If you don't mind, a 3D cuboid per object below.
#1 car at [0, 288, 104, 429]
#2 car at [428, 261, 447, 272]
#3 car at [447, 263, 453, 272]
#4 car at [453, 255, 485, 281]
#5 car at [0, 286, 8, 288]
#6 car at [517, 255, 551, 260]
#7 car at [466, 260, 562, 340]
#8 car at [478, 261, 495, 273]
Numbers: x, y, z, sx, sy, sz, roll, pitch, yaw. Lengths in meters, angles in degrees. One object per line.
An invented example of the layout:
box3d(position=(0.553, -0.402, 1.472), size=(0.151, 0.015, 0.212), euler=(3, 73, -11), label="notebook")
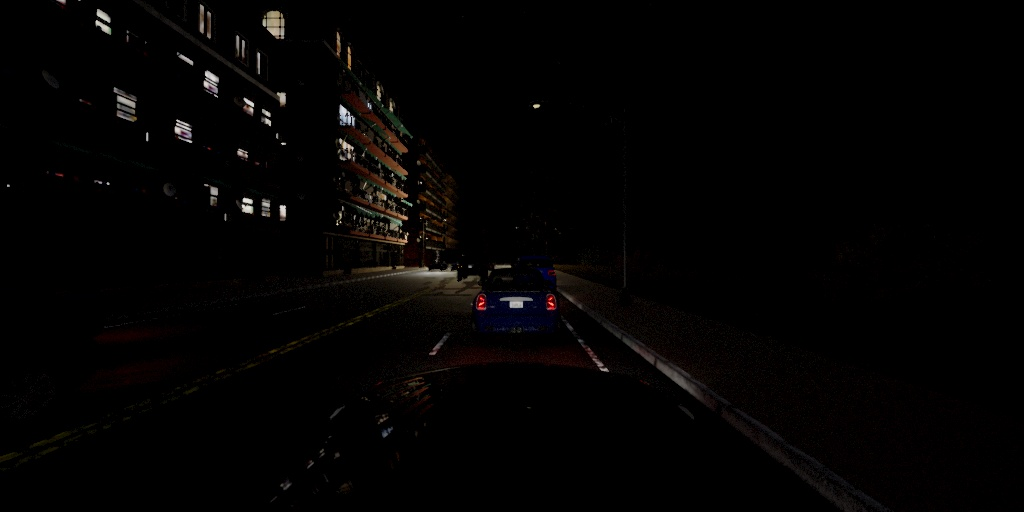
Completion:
box3d(position=(-6.604, 1.255, 2.839), size=(1.837, 1.490, 4.892), euler=(0, 0, 0), label="car")
box3d(position=(-9.859, 1.352, 47.792), size=(1.895, 1.301, 4.718), euler=(0, 0, 0), label="car")
box3d(position=(-6.608, 1.229, 45.903), size=(1.882, 1.535, 5.008), euler=(0, 0, 0), label="car")
box3d(position=(-3.157, 0.964, 29.662), size=(2.150, 2.045, 5.566), euler=(0, -1, 0), label="car")
box3d(position=(-9.852, 1.228, 5.658), size=(1.882, 1.535, 5.008), euler=(0, 0, 0), label="car")
box3d(position=(1.132, 0.977, 19.703), size=(2.150, 2.045, 5.566), euler=(0, 0, 0), label="car")
box3d(position=(0.095, 1.103, 10.128), size=(2.097, 1.767, 4.553), euler=(0, 0, 0), label="car")
box3d(position=(-3.159, 1.352, 45.448), size=(1.895, 1.301, 4.718), euler=(0, 0, 0), label="car")
